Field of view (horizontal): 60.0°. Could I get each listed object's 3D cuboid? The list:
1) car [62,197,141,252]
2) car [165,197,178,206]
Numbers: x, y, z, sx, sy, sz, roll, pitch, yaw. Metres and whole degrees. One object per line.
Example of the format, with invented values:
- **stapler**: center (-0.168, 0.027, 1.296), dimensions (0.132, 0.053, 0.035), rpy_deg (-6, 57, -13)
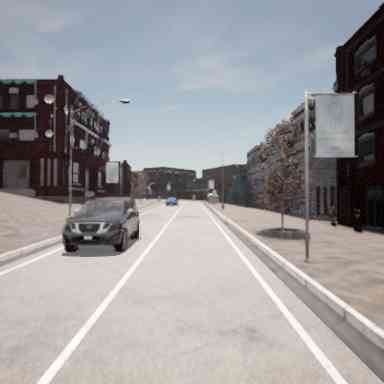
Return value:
- **car**: center (-3.584, 1.236, 14.240), dimensions (2.150, 2.045, 5.566), rpy_deg (0, 0, 0)
- **car**: center (-3.475, 1.609, 57.177), dimensions (1.882, 1.535, 5.008), rpy_deg (0, 0, 1)
